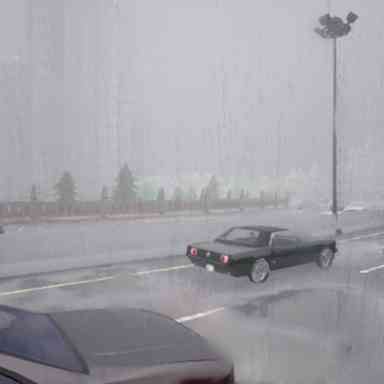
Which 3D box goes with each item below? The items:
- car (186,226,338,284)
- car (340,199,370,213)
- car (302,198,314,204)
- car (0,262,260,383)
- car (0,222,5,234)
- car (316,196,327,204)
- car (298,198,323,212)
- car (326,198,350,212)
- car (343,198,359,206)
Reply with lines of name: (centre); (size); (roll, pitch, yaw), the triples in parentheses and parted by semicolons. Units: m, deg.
car: (2.241, 1.640, 9.711); (4.718, 1.301, 1.895); (0, 0, -37)
car: (16.845, 1.751, 33.809); (1.812, 1.442, 4.674); (0, 0, 38)
car: (29.119, 2.271, 83.694); (1.994, 1.385, 4.181); (0, -1, 7)
car: (-2.135, 1.544, 2.229); (5.357, 1.411, 2.033); (0, 0, -35)
car: (-10.230, 1.562, 13.931); (4.181, 1.385, 1.994); (0, 0, -36)
car: (32.608, 1.944, 83.434); (2.150, 2.045, 5.566); (0, -1, 7)
car: (15.454, 1.851, 43.909); (1.994, 1.385, 4.181); (0, -1, 33)
car: (19.348, 1.870, 43.509); (1.994, 1.385, 4.181); (0, -1, 32)
car: (34.719, 2.176, 72.853); (2.128, 1.511, 4.902); (0, -1, 13)
